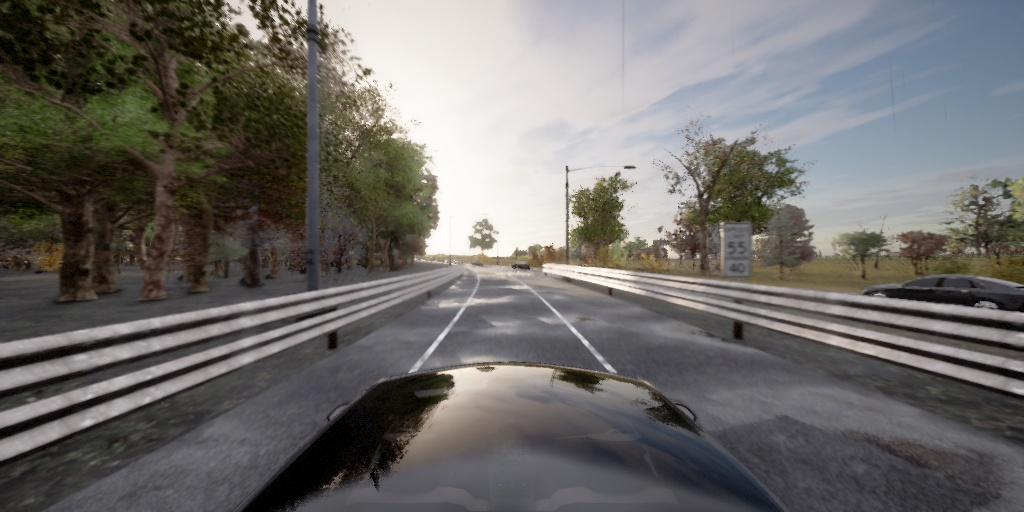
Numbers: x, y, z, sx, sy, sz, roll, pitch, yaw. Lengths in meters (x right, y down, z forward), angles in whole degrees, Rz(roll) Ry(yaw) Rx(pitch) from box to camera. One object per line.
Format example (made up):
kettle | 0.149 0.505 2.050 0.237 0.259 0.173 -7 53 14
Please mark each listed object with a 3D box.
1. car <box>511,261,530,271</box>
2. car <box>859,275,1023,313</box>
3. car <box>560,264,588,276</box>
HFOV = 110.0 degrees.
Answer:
car | 1.351 1.595 59.463 1.882 1.535 5.008 1 -1 -19
car | 16.888 1.494 14.091 1.837 1.490 4.892 0 0 -19
car | 7.225 1.670 42.276 1.994 1.385 4.181 0 0 -19
